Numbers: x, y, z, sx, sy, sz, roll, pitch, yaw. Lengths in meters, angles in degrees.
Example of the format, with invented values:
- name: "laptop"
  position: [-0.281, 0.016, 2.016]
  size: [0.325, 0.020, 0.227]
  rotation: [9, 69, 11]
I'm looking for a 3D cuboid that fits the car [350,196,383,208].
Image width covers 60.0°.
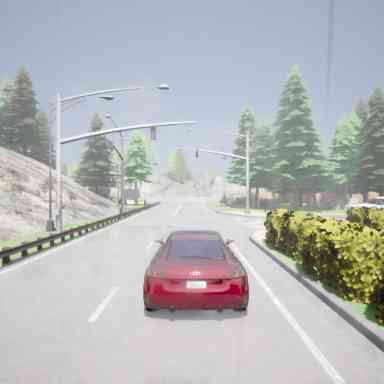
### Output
- name: "car"
  position: [16.090, 1.384, 27.836]
  size: [5.566, 2.045, 2.150]
  rotation: [0, 0, 0]

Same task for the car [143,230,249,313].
- name: "car"
  position: [0.070, 1.564, 7.731]
  size: [1.994, 1.385, 4.181]
  rotation: [0, 0, 0]
